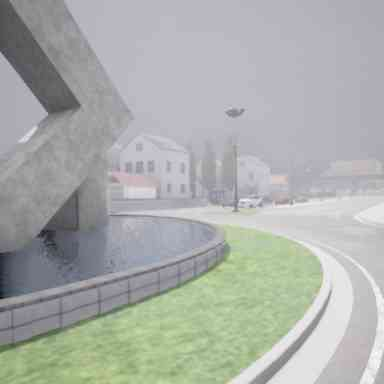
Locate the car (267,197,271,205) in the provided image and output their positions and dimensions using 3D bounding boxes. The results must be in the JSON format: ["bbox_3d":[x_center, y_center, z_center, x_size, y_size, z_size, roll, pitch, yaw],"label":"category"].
[{"bbox_3d":[14.655,1.792,65.967,1.837,1.490,4.892,-1,0,33],"label":"car"}]

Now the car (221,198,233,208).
[{"bbox_3d":[6.508,1.809,53.724,1.837,1.490,4.892,-1,-1,34],"label":"car"}]

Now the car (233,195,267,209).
[{"bbox_3d":[8.973,1.476,51.138,2.150,2.045,5.566,-1,-1,35],"label":"car"}]

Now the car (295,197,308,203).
[{"bbox_3d":[24.702,1.752,74.980,1.812,1.442,4.674,-1,0,33],"label":"car"}]

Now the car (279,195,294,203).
[{"bbox_3d":[21.979,1.632,77.217,2.097,1.767,4.553,-1,0,33],"label":"car"}]

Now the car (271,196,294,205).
[{"bbox_3d":[17.683,1.786,64.201,2.033,1.411,5.357,-1,0,33],"label":"car"}]
